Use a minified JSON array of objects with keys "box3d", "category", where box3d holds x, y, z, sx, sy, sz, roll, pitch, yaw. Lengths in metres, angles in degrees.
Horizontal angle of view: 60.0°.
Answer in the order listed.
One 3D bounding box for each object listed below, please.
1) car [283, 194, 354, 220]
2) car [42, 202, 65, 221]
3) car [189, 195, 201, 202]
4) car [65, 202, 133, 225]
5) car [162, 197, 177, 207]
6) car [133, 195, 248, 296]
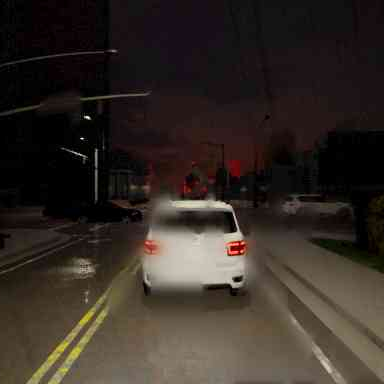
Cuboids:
[{"box3d":[10.446,1.217,27.700,5.566,2.045,2.150,0,0,0],"category":"car"},{"box3d":[-9.926,1.577,27.656,4.674,1.442,1.812,0,0,-2],"category":"car"},{"box3d":[0.834,1.465,78.649,1.882,1.535,5.008,0,0,12],"category":"car"},{"box3d":[-6.106,1.507,23.927,5.008,1.535,1.882,-1,0,2],"category":"car"},{"box3d":[-3.533,1.564,52.921,1.994,1.385,4.181,0,0,0],"category":"car"},{"box3d":[0.079,1.221,8.778,2.150,2.045,5.566,0,0,0],"category":"car"}]
